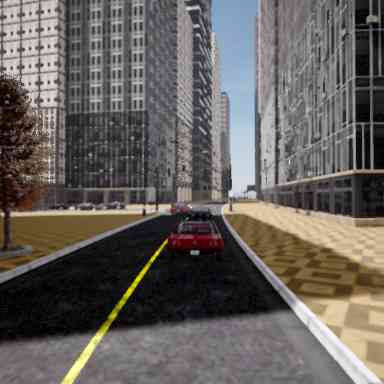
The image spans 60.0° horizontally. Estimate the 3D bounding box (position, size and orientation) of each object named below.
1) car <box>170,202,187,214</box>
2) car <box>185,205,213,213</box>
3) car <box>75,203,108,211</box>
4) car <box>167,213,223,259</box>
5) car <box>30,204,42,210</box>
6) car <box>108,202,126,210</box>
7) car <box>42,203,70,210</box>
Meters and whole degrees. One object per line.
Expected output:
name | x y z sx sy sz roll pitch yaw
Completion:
car | -1.434 1.960 40.253 1.994 1.385 4.181 0 -1 5
car | 0.788 1.884 28.139 1.895 1.301 4.718 0 -1 4
car | -15.848 2.317 51.187 4.403 1.369 2.008 -1 0 13
car | 0.176 1.738 13.200 1.895 1.301 4.718 0 -1 2
car | -30.401 2.788 63.148 4.313 1.339 1.947 -1 0 13
car | -13.961 2.433 59.351 4.403 1.369 2.008 -1 0 13
car | -24.921 2.674 61.882 4.313 1.339 1.947 -1 0 13
